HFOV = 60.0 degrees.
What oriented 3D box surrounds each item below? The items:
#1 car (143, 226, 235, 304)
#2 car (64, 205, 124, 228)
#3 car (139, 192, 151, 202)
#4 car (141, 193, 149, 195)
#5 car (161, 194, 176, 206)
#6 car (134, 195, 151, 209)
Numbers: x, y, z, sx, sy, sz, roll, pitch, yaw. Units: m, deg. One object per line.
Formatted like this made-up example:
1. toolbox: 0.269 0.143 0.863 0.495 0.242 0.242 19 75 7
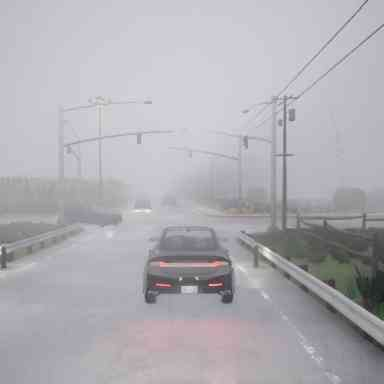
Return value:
1. car: -0.091 1.612 8.420 2.128 1.511 4.902 0 -2 -1
2. car: -7.410 1.710 24.531 5.008 1.535 1.882 0 0 22
3. car: -8.641 0.923 61.534 2.097 1.767 4.553 0 1 -7
4. car: -7.389 1.276 51.495 1.812 1.442 4.674 0 1 -7
5. car: -3.570 1.114 50.781 2.097 1.767 4.553 0 1 -7
6. car: -6.324 1.468 42.897 1.994 1.385 4.181 0 1 -7
